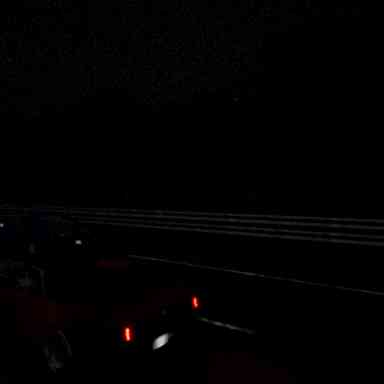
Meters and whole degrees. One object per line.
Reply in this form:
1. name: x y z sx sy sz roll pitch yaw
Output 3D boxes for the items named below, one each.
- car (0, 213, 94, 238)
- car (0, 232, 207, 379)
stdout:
1. car: -5.760 1.514 12.399 5.008 1.535 1.882 0 0 36
2. car: -2.199 1.616 5.540 4.718 1.301 1.895 0 0 36
